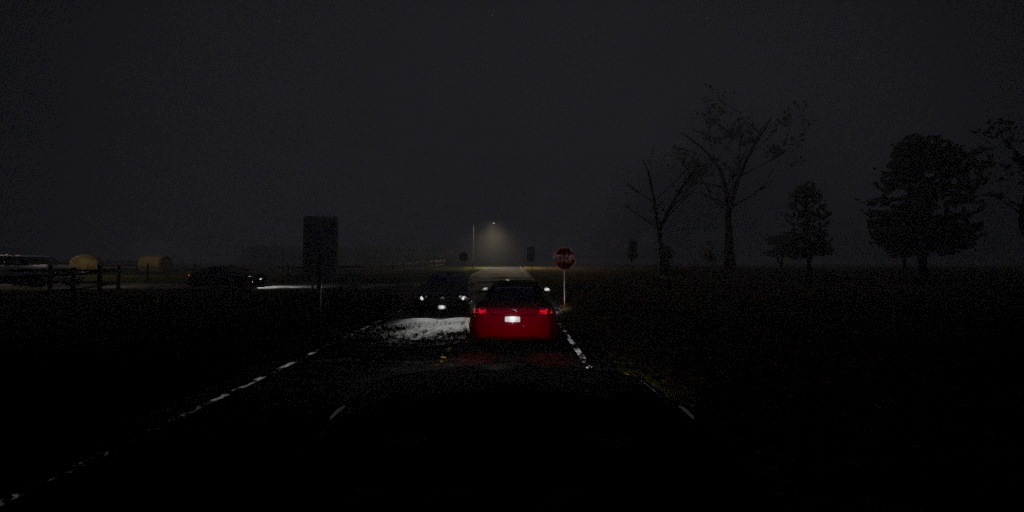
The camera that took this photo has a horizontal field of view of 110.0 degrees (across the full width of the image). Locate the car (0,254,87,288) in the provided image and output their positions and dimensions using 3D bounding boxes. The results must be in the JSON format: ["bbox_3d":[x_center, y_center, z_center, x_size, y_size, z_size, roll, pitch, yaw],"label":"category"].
[{"bbox_3d":[-30.321,0.925,22.430,5.566,2.045,2.150,0,-1,-2],"label":"car"}]

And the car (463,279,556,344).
[{"bbox_3d":[0.099,1.317,9.638,1.994,1.385,4.181,0,0,3],"label":"car"}]

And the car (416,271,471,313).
[{"bbox_3d":[-2.489,1.302,14.452,2.033,1.411,5.357,0,0,-4],"label":"car"}]

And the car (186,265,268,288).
[{"bbox_3d":[-17.998,1.282,22.784,4.181,1.385,1.994,0,-1,-2],"label":"car"}]
